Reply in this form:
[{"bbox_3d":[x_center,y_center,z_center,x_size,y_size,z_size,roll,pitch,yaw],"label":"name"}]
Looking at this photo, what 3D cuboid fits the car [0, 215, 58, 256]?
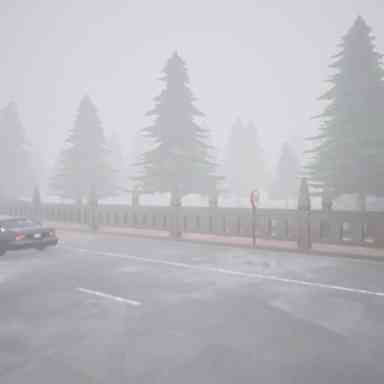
[{"bbox_3d":[-7.725,1.680,13.690,5.357,1.411,2.033,-1,0,36],"label":"car"}]
